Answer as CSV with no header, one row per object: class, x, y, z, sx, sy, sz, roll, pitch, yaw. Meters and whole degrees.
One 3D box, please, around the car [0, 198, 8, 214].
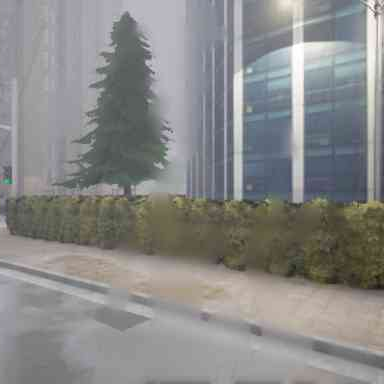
car,-18.824,1.352,32.054,2.097,1.767,4.553,0,0,36
